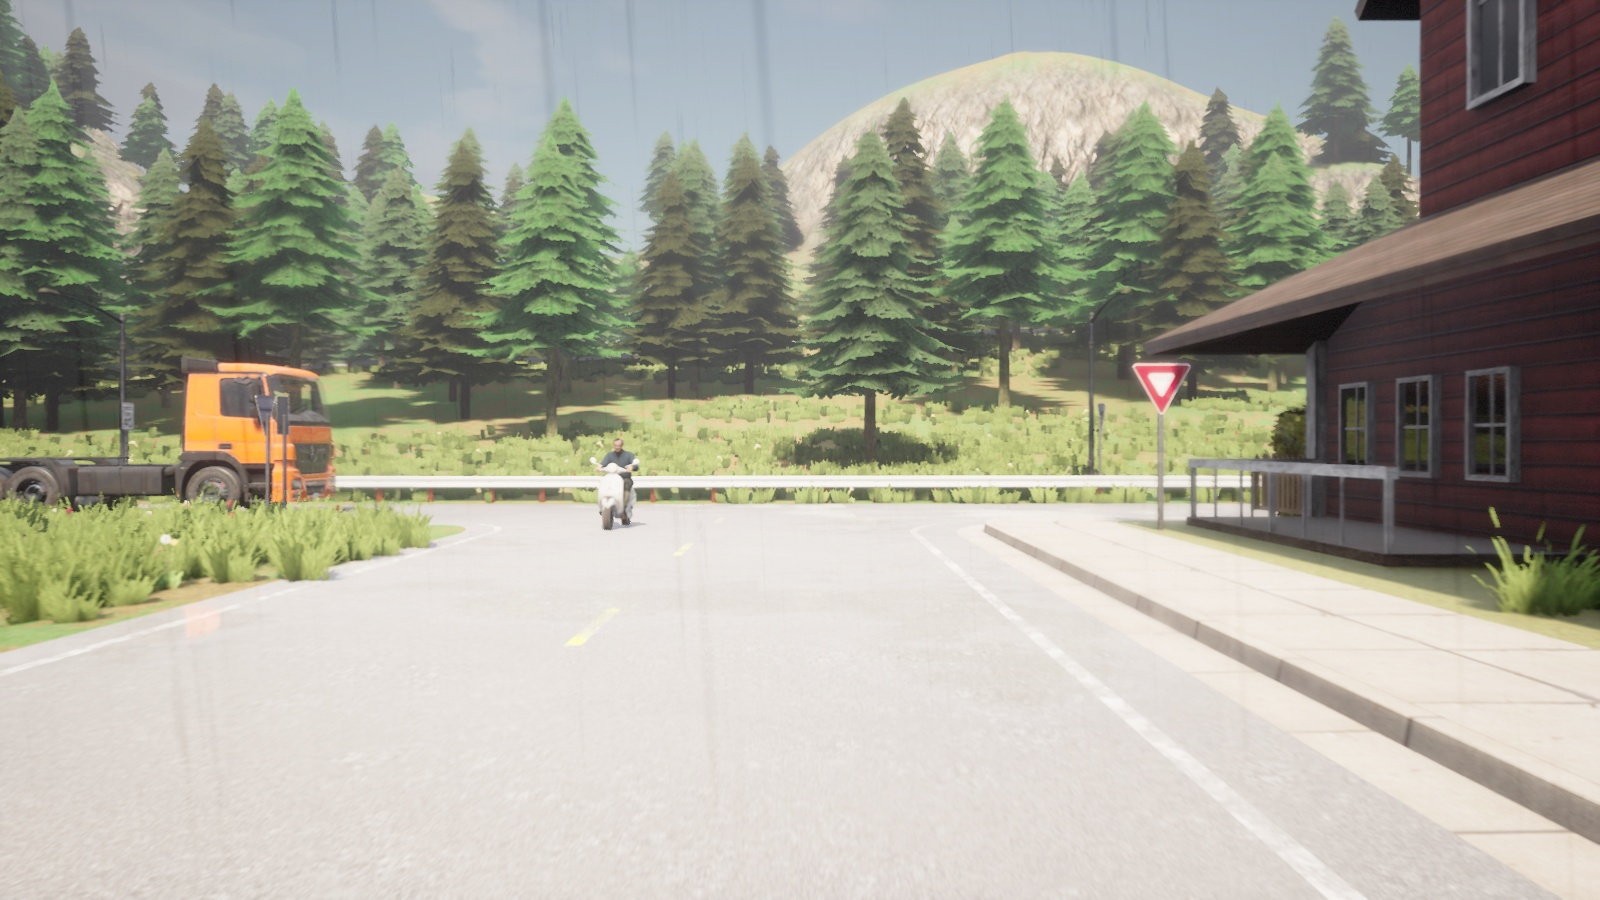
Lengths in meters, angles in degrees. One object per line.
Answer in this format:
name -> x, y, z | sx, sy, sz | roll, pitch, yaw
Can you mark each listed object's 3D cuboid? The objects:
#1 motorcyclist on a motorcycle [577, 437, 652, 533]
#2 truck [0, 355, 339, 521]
motorcyclist on a motorcycle -> -3.203, 0.576, 21.824 | 0.866, 1.590, 1.817 | 1, 0, 5
truck -> -14.663, -0.263, 27.692 | 7.936, 3.462, 2.891 | 0, 0, 0
